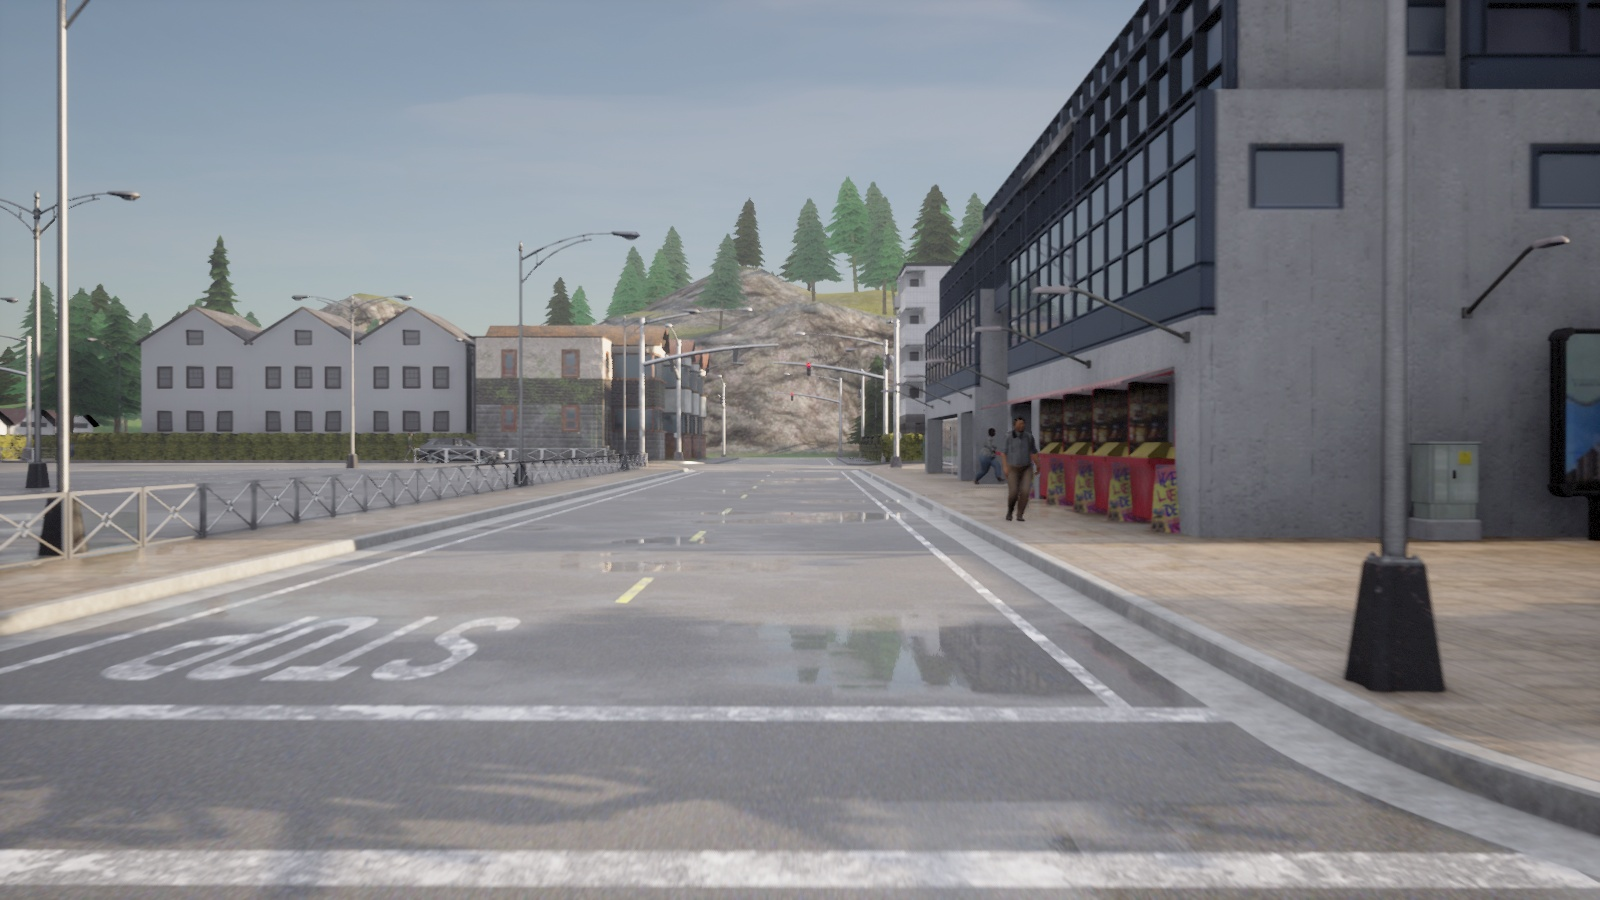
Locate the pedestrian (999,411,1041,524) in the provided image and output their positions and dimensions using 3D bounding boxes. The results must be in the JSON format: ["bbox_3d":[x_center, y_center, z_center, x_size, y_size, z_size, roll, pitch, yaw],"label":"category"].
[{"bbox_3d":[3.666,0.290,20.935,0.540,1.848,0.694,0,0,-3],"label":"pedestrian"}]

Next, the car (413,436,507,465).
[{"bbox_3d":[-19.604,0.035,72.573,4.856,1.649,2.033,0,0,0],"label":"car"}]

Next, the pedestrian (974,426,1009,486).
[{"bbox_3d":[6.047,0.180,39.625,0.900,1.855,0.874,0,0,21],"label":"pedestrian"}]
